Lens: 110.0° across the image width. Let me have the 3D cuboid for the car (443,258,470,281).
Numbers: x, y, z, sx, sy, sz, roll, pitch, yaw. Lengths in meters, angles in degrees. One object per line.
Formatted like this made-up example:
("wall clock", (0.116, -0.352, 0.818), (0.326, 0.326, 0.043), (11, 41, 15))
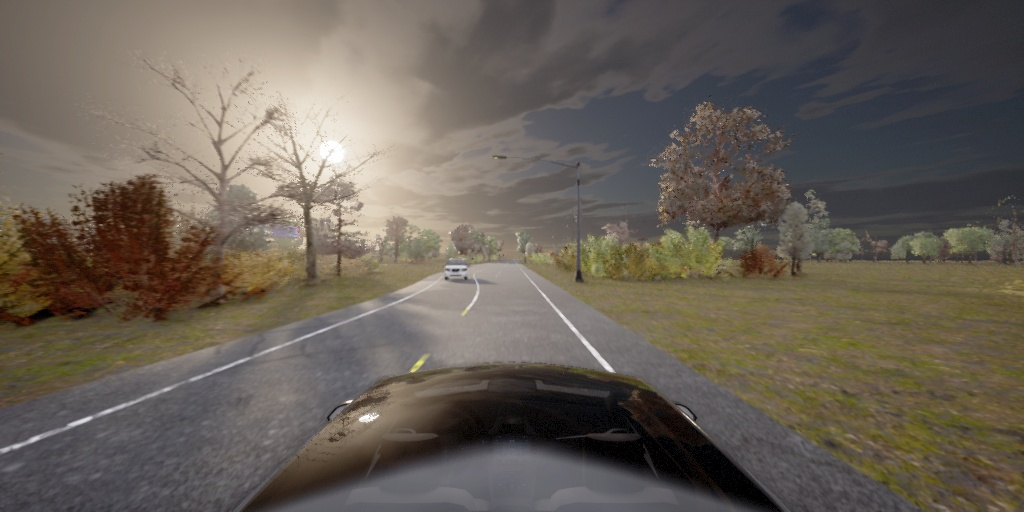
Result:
("car", (-5.289, 1.241, 34.346), (2.150, 2.045, 5.566), (0, -1, -7))
